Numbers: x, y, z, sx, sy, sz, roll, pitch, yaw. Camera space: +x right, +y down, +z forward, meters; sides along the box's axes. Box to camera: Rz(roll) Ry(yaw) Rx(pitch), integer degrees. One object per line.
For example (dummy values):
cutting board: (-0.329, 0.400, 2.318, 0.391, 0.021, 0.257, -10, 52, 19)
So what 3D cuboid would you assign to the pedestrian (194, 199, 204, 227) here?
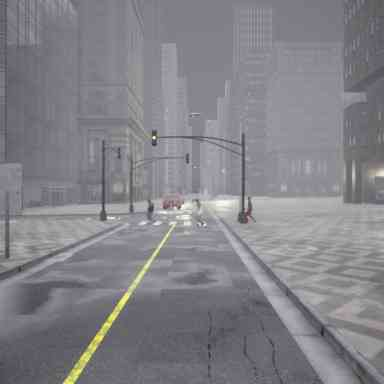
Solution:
pedestrian: (0.458, 1.299, 21.586, 0.375, 1.860, 0.375, 0, 0, 1)

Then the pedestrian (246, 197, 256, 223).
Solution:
pedestrian: (3.879, 1.147, 22.141, 0.375, 1.860, 0.375, 0, 0, 1)

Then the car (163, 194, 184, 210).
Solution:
car: (-2.518, 1.233, 44.240, 2.150, 2.045, 5.566, 0, 0, 2)

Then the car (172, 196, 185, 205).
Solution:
car: (-2.321, 1.512, 58.657, 2.128, 1.511, 4.902, 0, 0, 1)

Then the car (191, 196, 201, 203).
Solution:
car: (0.878, 1.576, 68.042, 2.033, 1.411, 5.357, 0, 0, 1)

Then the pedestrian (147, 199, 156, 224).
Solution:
pedestrian: (-2.851, 1.299, 22.850, 0.375, 1.860, 0.375, 0, 0, 1)
